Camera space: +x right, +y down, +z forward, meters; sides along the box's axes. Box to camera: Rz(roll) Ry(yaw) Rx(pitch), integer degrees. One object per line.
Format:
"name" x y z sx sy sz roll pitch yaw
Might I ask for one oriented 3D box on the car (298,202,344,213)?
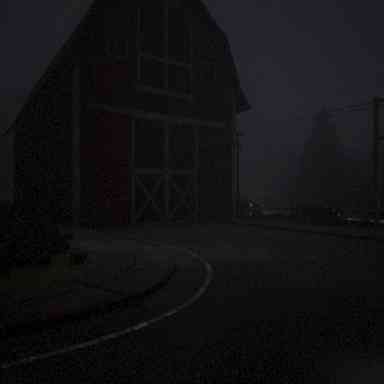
"car" 11.296 1.626 30.221 1.895 1.301 4.718 0 0 -34

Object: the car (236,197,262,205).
"car" 5.990 1.376 37.955 2.097 1.767 4.553 0 0 -34
